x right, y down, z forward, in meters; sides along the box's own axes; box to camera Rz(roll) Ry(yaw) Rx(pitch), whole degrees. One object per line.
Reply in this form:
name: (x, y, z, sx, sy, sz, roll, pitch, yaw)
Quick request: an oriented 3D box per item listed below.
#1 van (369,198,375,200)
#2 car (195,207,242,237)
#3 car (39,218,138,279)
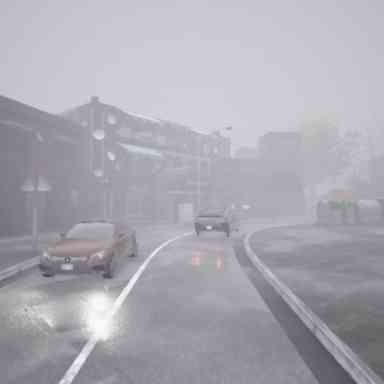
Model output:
van: (23.716, 1.605, 40.494, 1.878, 1.987, 4.442, -3, -2, -12)
car: (1.574, 1.596, 18.721, 2.128, 1.511, 4.902, -1, -2, 17)
car: (-2.916, 1.567, 10.369, 1.812, 1.442, 4.674, 0, 0, 3)
